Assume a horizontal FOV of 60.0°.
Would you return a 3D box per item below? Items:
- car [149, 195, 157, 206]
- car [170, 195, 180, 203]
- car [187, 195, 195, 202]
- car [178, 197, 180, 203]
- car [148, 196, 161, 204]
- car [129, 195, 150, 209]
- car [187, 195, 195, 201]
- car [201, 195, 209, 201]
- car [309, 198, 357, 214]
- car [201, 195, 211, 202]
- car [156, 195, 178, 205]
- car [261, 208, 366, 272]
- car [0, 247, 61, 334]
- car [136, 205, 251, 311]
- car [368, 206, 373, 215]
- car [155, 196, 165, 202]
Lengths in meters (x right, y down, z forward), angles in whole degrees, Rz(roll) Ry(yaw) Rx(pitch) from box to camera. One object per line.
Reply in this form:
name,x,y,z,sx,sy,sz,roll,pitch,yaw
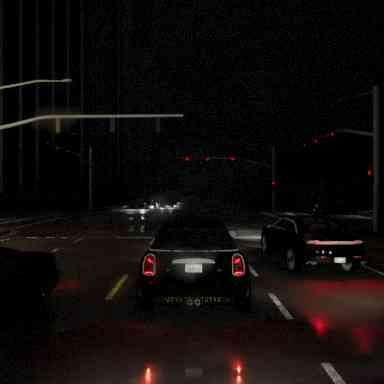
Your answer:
car,-7.191,1.343,55.040,2.097,1.767,4.553,0,0,0
car,-3.633,1.490,70.468,1.837,1.490,4.892,0,0,0
car,-0.147,1.466,77.845,1.882,1.535,5.008,0,0,0
car,-3.686,1.483,60.229,2.128,1.511,4.902,0,0,0
car,-7.172,1.516,64.133,1.812,1.442,4.674,0,0,0
car,-7.180,1.519,44.918,1.812,1.442,4.674,0,0,0
car,-0.167,1.527,88.194,2.033,1.411,5.357,0,0,0
car,3.334,1.465,87.928,1.882,1.535,5.008,0,0,0
car,14.606,1.402,34.682,4.553,1.767,2.097,0,0,2
car,3.353,1.489,77.829,1.837,1.490,4.892,0,0,0
car,-3.685,1.540,49.961,2.033,1.411,5.357,0,0,0
car,3.599,1.490,10.741,2.128,1.511,4.902,0,0,-3
car,-3.632,1.547,4.624,2.033,1.411,5.357,0,0,0
car,0.042,1.351,7.931,2.097,1.767,4.553,0,0,0
car,19.117,1.556,31.129,4.892,1.490,1.837,0,0,0
car,-7.140,1.583,74.176,1.895,1.301,4.718,0,0,0
